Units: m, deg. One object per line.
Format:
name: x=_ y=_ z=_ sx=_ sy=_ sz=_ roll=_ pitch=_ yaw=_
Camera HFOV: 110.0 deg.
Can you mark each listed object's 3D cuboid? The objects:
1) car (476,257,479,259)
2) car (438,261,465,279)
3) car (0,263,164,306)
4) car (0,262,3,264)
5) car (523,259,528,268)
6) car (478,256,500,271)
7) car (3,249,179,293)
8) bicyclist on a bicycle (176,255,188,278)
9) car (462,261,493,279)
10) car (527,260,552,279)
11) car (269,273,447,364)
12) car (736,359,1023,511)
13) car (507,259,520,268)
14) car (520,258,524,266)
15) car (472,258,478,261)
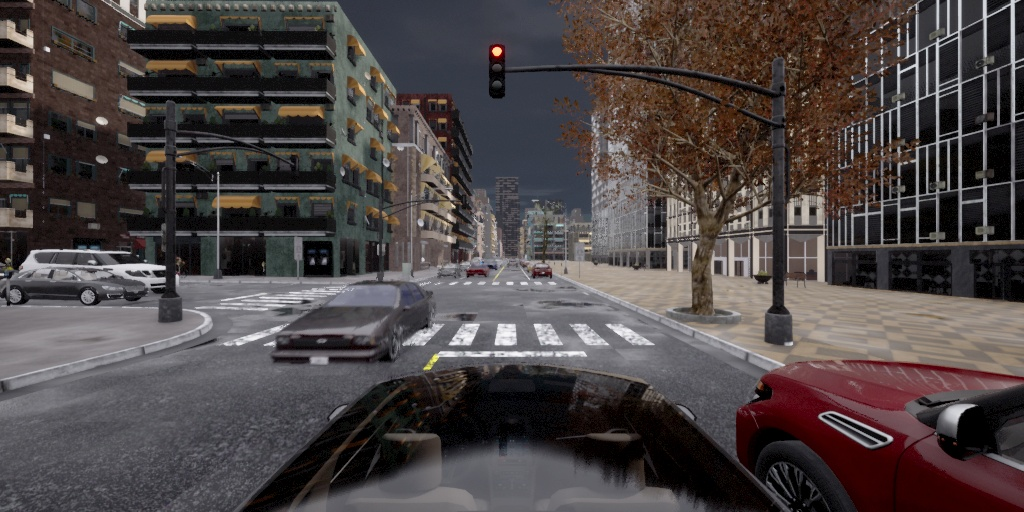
car: x=-5.700 y=1.226 z=55.106 sx=1.967 sy=1.591 sz=4.097 roll=0 pitch=0 yaw=0
car: x=-5.696 y=1.312 z=32.976 sx=2.007 sy=1.370 sz=4.403 roll=0 pitch=0 yaw=0
car: x=-16.437 y=1.092 z=13.558 sx=4.403 sy=1.370 sz=2.007 roll=0 pitch=0 yaw=-1
car: x=-33.192 y=0.869 z=21.766 sx=4.403 sy=1.370 sz=2.007 roll=0 pitch=0 yaw=-1
car: x=2.682 y=1.298 z=44.213 sx=1.751 sy=1.417 sz=4.829 roll=0 pitch=0 yaw=0
car: x=-3.107 y=1.130 z=49.575 sx=2.097 sy=1.767 sz=4.553 roll=0 pitch=0 yaw=0
car: x=-18.430 y=0.738 z=16.126 sx=5.566 sy=2.045 sz=2.150 roll=1 pitch=0 yaw=-1
bicyclist on a bicycle: x=-23.173 y=0.761 z=24.817 sx=0.582 sy=1.620 sz=1.656 roll=1 pitch=0 yaw=-1
car: x=-3.108 y=1.363 z=33.221 sx=1.895 sy=1.301 sz=4.718 roll=0 pitch=0 yaw=0
car: x=2.685 y=1.307 z=32.977 sx=1.888 sy=1.381 sz=4.507 roll=0 pitch=0 yaw=0
car: x=-3.103 y=1.298 z=8.435 sx=2.033 sy=1.411 sz=5.357 roll=0 pitch=0 yaw=0
car: x=2.692 y=1.065 z=0.590 sx=2.192 sy=1.841 sz=5.009 roll=0 pitch=0 yaw=0
car: x=0.087 y=1.289 z=64.453 sx=2.128 sy=1.511 sz=4.902 roll=0 pitch=0 yaw=0
car: x=2.679 y=1.375 z=60.640 sx=1.802 sy=1.307 sz=4.207 roll=0 pitch=0 yaw=0
car: x=-5.698 y=1.323 z=44.041 sx=2.007 sy=1.370 sz=4.403 roll=0 pitch=0 yaw=0
